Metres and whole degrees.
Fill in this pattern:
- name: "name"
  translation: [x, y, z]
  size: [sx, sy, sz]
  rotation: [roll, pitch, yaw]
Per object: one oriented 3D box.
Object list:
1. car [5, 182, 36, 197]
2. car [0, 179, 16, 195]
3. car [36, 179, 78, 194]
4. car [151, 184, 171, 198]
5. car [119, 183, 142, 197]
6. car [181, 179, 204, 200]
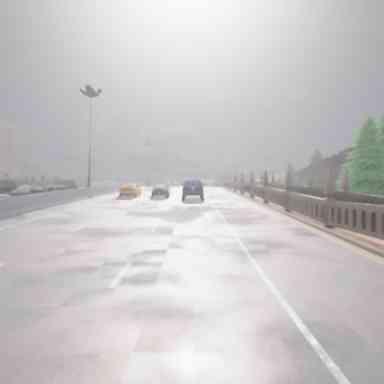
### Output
- name: "car"
  translation: [-17.594, -0.100, 35.695]
  size: [1.812, 1.442, 4.674]
  rotation: [0, 3, 0]
- name: "car"
  translation: [-21.095, -0.420, 36.021]
  size: [2.150, 2.045, 5.566]
  rotation: [0, 3, 0]
- name: "car"
  translation: [-14.097, -0.408, 35.798]
  size: [2.150, 2.045, 5.566]
  rotation: [0, 3, 0]
- name: "car"
  translation: [-3.406, -0.156, 36.770]
  size: [1.812, 1.442, 4.674]
  rotation: [0, 3, 0]
- name: "car"
  translation: [-6.906, -0.247, 37.596]
  size: [1.882, 1.535, 5.008]
  rotation: [0, 3, 0]
- name: "car"
  translation: [0.095, -0.340, 34.481]
  size: [2.150, 2.045, 5.566]
  rotation: [0, 3, 0]
